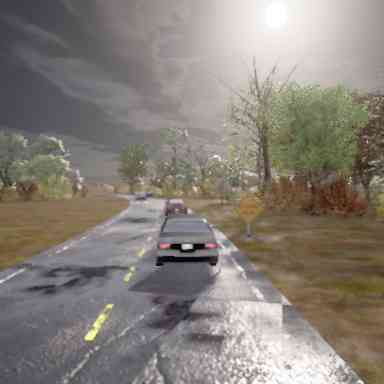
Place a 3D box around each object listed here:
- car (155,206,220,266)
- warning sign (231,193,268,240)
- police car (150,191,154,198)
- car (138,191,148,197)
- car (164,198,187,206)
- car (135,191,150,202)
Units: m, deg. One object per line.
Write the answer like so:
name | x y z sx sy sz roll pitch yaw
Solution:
car | -0.210 1.433 11.115 2.033 1.411 5.357 0 1 -2
warning sign | 2.326 0.974 13.721 1.300 1.860 1.060 0 1 -3
police car | -10.866 0.587 83.213 1.930 1.638 5.238 0 1 -16
car | -13.766 0.545 92.751 1.882 1.535 5.008 0 1 -18
car | -1.425 1.231 28.965 1.812 1.442 4.674 0 1 -5
car | -8.934 0.959 58.612 2.033 1.411 5.357 0 1 -10
